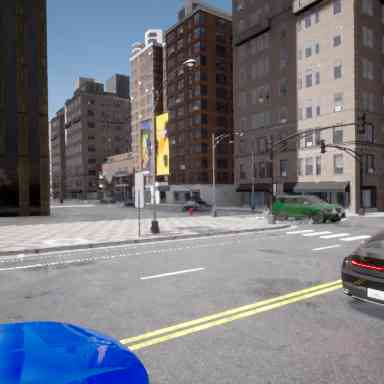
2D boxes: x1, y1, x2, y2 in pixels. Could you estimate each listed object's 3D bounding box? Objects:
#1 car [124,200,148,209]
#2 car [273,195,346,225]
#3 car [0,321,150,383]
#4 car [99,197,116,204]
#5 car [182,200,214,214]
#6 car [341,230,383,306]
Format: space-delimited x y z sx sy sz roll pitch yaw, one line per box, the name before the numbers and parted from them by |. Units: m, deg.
car | -8.414 1.774 49.606 1.895 1.301 4.718 -1 1 -35
car | 8.658 1.277 25.213 2.150 2.045 5.566 -1 0 -34
car | -2.568 1.478 1.609 5.008 1.535 1.882 0 0 -35
car | -17.178 1.742 67.590 2.033 1.411 5.357 -1 0 -35
car | 0.628 1.644 36.735 1.812 1.442 4.674 -1 0 -35
car | 5.123 1.504 7.097 4.892 1.490 1.837 0 0 -36
